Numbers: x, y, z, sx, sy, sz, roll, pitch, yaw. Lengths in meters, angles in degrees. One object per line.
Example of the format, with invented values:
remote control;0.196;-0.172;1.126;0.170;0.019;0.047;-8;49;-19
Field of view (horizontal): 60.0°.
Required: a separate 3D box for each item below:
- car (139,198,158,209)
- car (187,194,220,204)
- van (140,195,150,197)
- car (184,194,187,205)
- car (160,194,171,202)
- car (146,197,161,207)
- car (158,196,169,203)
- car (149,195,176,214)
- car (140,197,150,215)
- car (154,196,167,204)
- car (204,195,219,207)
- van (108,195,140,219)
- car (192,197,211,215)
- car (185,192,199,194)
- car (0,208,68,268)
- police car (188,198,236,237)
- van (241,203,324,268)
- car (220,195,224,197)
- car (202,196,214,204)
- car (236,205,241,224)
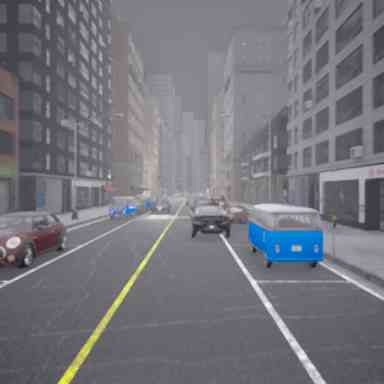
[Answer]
car;-5.680;1.447;43.918;1.947;1.339;4.313;0;0;0
car;0.894;1.275;27.560;2.097;1.767;4.553;0;0;0
van;-5.679;1.236;38.416;1.690;1.788;3.998;0;0;0
car;-0.012;1.424;52.859;1.994;1.385;4.181;0;0;0
car;-5.687;1.257;71.425;1.967;1.590;4.097;0;0;0
car;-5.681;1.449;49.420;1.802;1.307;4.206;0;0;0
car;-5.686;1.411;65.924;1.802;1.307;4.206;0;0;0
car;-3.100;1.397;34.565;2.128;1.511;4.902;0;0;0
car;-5.677;1.460;32.915;2.008;1.369;4.403;0;0;0
car;-5.684;1.407;60.422;1.947;1.339;4.313;0;0;0
car;2.844;1.308;49.422;1.967;1.590;4.097;0;0;0
van;-5.676;1.265;27.415;1.690;1.788;3.998;0;0;0
car;0.892;1.363;33.780;1.801;1.575;5.366;0;0;0
car;-0.017;1.273;67.933;1.837;1.490;4.892;0;0;0
car;-5.672;1.409;10.910;1.967;1.590;4.097;0;0;0
police car;0.896;1.376;17.700;1.930;1.638;5.238;0;0;0
van;2.854;1.311;10.912;1.690;1.788;3.998;0;0;0
car;2.846;1.211;38.418;2.192;1.841;5.009;0;0;0
car;2.841;1.393;60.425;2.008;1.369;4.403;0;0;0
car;2.851;1.521;21.915;1.802;1.307;4.206;0;0;0
